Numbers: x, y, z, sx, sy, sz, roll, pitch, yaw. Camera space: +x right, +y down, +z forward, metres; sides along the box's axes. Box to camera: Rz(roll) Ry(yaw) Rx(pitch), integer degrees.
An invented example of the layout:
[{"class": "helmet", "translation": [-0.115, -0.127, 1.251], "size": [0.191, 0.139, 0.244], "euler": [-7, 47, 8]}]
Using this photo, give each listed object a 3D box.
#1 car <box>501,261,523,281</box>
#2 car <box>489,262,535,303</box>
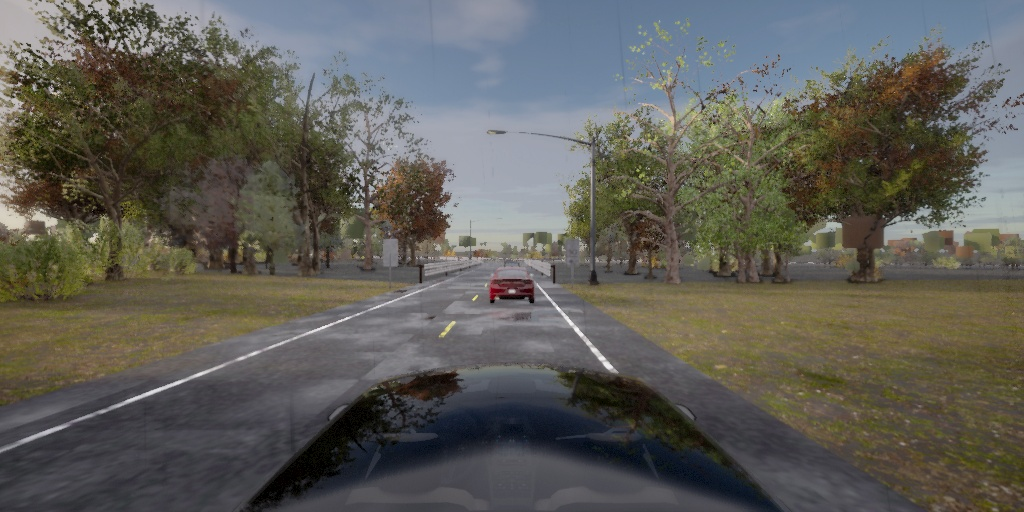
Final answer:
[{"class": "car", "translation": [0.000, 1.262, 31.501], "size": [1.837, 1.490, 4.892], "euler": [0, 0, 0]}, {"class": "car", "translation": [0.000, 1.231, 16.500], "size": [1.882, 1.535, 5.008], "euler": [0, 0, 0]}]
